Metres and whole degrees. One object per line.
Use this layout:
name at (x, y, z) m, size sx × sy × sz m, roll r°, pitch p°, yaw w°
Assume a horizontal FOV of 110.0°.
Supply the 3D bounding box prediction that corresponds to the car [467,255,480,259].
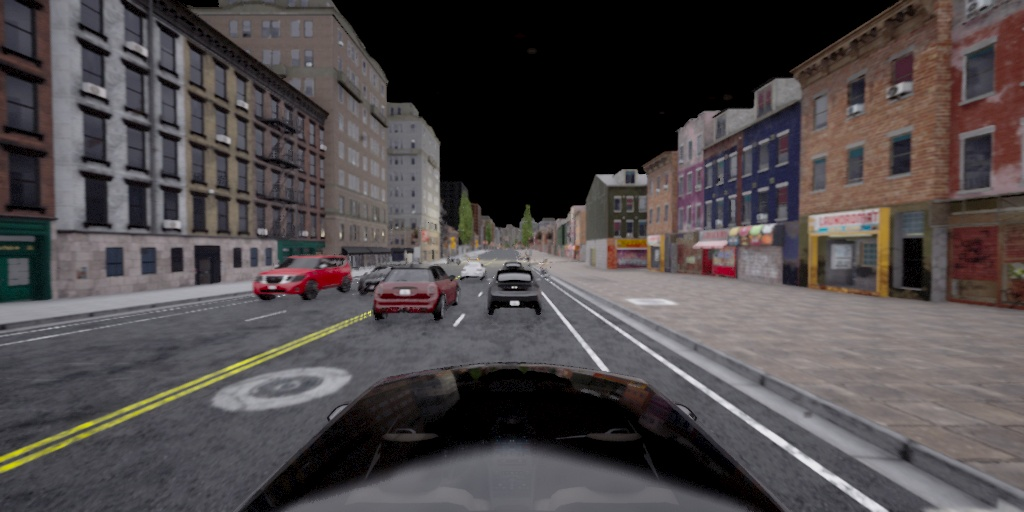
car at (-6.523, 0.563, 60.584) m, size 1.882 × 1.535 × 5.008 m, roll 0°, pitch 0°, yaw 0°

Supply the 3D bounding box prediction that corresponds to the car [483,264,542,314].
car at (0.089, 1.238, 13.751) m, size 1.837 × 1.490 × 4.892 m, roll 0°, pitch 0°, yaw 0°

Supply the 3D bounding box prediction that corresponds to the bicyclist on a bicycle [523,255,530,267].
bicyclist on a bicycle at (2.231, 0.732, 49.958) m, size 0.659 × 1.776 × 1.843 m, roll 0°, pitch 0°, yaw 0°

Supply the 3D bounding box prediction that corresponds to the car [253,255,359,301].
car at (-9.856, 0.950, 17.510) m, size 2.150 × 2.045 × 5.566 m, roll 0°, pitch 0°, yaw 0°

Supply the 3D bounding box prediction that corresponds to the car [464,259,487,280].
car at (-3.166, 1.211, 30.060) m, size 1.812 × 1.442 × 4.674 m, roll 0°, pitch 0°, yaw 0°

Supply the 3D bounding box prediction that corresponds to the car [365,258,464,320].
car at (-3.163, 1.085, 12.741) m, size 2.097 × 1.767 × 4.553 m, roll 0°, pitch 0°, yaw 0°

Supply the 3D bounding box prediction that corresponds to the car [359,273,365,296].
car at (-6.607, 1.228, 19.362) m, size 1.837 × 1.490 × 4.892 m, roll 0°, pitch 0°, yaw 0°

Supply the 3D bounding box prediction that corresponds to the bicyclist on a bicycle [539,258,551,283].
bicyclist on a bicycle at (2.242, 0.963, 23.960) m, size 0.866 × 1.612 × 1.509 m, roll 0°, pitch 0°, yaw 0°

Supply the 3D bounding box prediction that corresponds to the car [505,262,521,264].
car at (0.084, 1.194, 29.303) m, size 1.837 × 1.490 × 4.892 m, roll 0°, pitch 0°, yaw 0°
